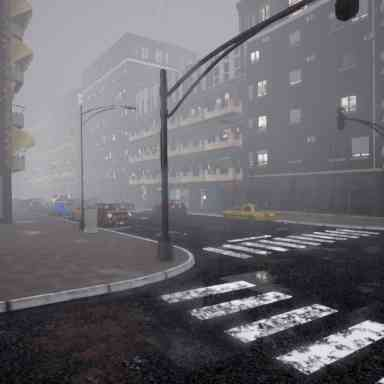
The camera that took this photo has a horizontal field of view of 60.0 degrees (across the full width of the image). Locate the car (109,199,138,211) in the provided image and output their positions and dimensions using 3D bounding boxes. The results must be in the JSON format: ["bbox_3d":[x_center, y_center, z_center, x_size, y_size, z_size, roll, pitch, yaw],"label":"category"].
[{"bbox_3d":[-8.737,1.582,42.305,2.008,1.369,4.403,-1,1,-36],"label":"car"}]

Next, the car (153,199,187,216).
[{"bbox_3d":[-2.289,1.441,33.309,1.967,1.590,4.097,-1,1,-36],"label":"car"}]

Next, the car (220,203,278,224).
[{"bbox_3d":[4.062,1.498,24.453,1.752,1.417,4.829,-1,1,-36],"label":"car"}]

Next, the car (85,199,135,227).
[{"bbox_3d":[-5.875,1.553,23.930,1.967,1.590,4.097,-1,1,-36],"label":"car"}]

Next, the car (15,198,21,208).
[{"bbox_3d":[-25.221,1.770,50.916,1.947,1.339,4.313,-1,1,-36],"label":"car"}]

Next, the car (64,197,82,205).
[{"bbox_3d":[-21.636,1.646,60.296,2.008,1.369,4.403,-1,1,-36],"label":"car"}]

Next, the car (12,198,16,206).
[{"bbox_3d":[-31.671,1.783,59.911,1.887,1.381,4.507,-1,1,-36],"label":"car"}]

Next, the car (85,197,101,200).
[{"bbox_3d":[-15.189,1.502,51.299,1.967,1.590,4.097,-1,1,-36],"label":"car"}]

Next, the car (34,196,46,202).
[{"bbox_3d":[-37.760,1.728,82.784,1.887,1.381,4.507,-1,1,-36],"label":"car"}]

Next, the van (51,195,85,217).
[{"bbox_3d":[-12.326,1.483,32.923,1.690,1.788,3.998,-1,1,-36],"label":"van"}]

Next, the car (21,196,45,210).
[{"bbox_3d":[-21.999,1.628,46.417,1.967,1.590,4.097,-1,1,-36],"label":"car"}]

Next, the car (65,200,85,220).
[{"bbox_3d":[-8.999,1.652,28.289,1.752,1.417,4.829,-1,1,-36],"label":"car"}]

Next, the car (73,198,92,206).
[{"bbox_3d":[-18.412,1.644,55.798,1.947,1.339,4.313,-1,1,-36],"label":"car"}]
